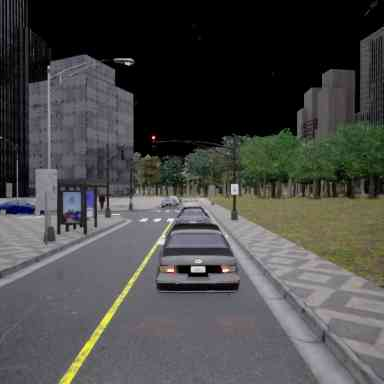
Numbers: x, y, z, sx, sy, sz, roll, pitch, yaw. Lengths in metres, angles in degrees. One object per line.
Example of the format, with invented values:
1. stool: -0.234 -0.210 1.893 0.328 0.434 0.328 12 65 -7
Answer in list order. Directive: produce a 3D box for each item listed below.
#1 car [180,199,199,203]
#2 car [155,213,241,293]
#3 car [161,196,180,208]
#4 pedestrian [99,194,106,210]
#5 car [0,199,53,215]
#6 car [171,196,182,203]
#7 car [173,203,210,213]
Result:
1. car: -0.061 1.561 42.050 1.895 1.301 4.718 0 0 2
2. car: 0.094 1.545 8.961 2.033 1.411 5.357 0 0 -1
3. car: -3.129 1.519 45.811 1.994 1.385 4.181 0 0 -1
4. pedestrian: -10.108 1.052 37.307 0.375 1.860 0.375 0 0 1
5. car: -15.658 1.426 31.202 5.008 1.535 1.882 0 1 0
6. car: -3.093 1.521 66.115 1.895 1.301 4.718 0 0 0
7. car: 0.071 1.554 19.239 1.994 1.385 4.181 0 0 0
